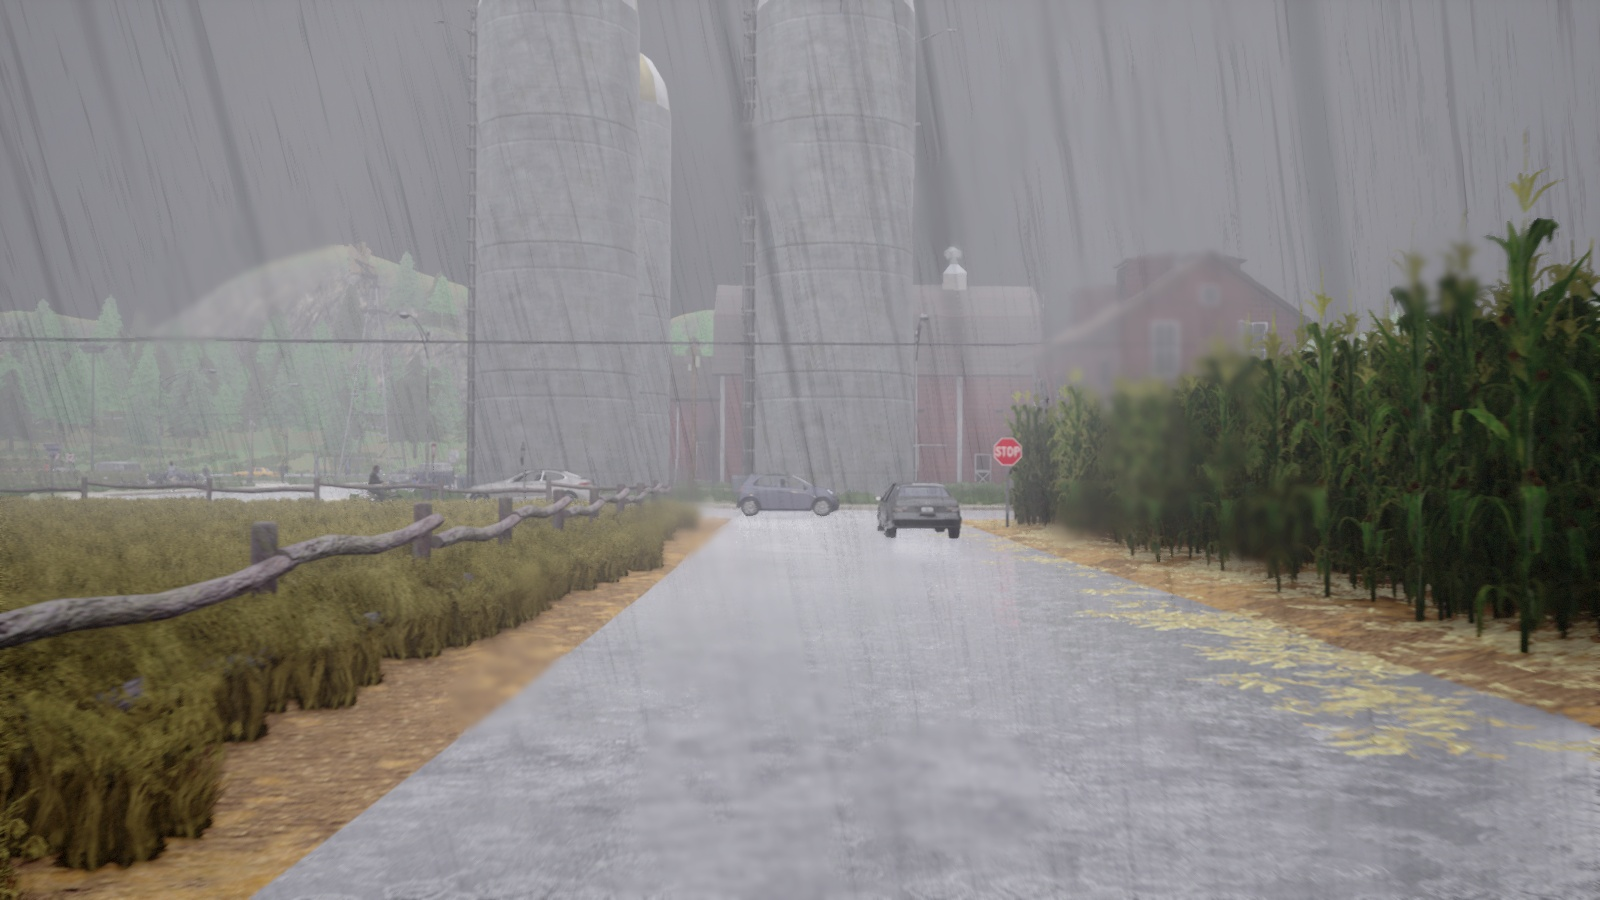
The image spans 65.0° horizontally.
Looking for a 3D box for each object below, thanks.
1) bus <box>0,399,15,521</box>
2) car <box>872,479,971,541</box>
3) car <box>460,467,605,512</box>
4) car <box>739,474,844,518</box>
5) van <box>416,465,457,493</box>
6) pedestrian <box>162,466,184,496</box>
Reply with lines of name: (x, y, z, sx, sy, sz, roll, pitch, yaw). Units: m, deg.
bus: (-33.277, 0.374, 43.316, 10.273, 4.253, 3.944, 0, 0, 7)
car: (3.025, 1.477, 32.382, 2.033, 1.411, 5.357, 0, -1, 0)
car: (-10.141, 1.480, 47.880, 5.027, 1.651, 2.152, 0, -1, 1)
car: (-0.313, 1.622, 44.457, 3.633, 1.501, 1.845, 0, -1, 0)
van: (-26.622, 2.129, 92.065, 1.775, 1.987, 4.442, 0, -1, -1)
pedestrian: (-38.151, 1.876, 76.433, 0.874, 1.855, 0.900, 0, -1, -2)
